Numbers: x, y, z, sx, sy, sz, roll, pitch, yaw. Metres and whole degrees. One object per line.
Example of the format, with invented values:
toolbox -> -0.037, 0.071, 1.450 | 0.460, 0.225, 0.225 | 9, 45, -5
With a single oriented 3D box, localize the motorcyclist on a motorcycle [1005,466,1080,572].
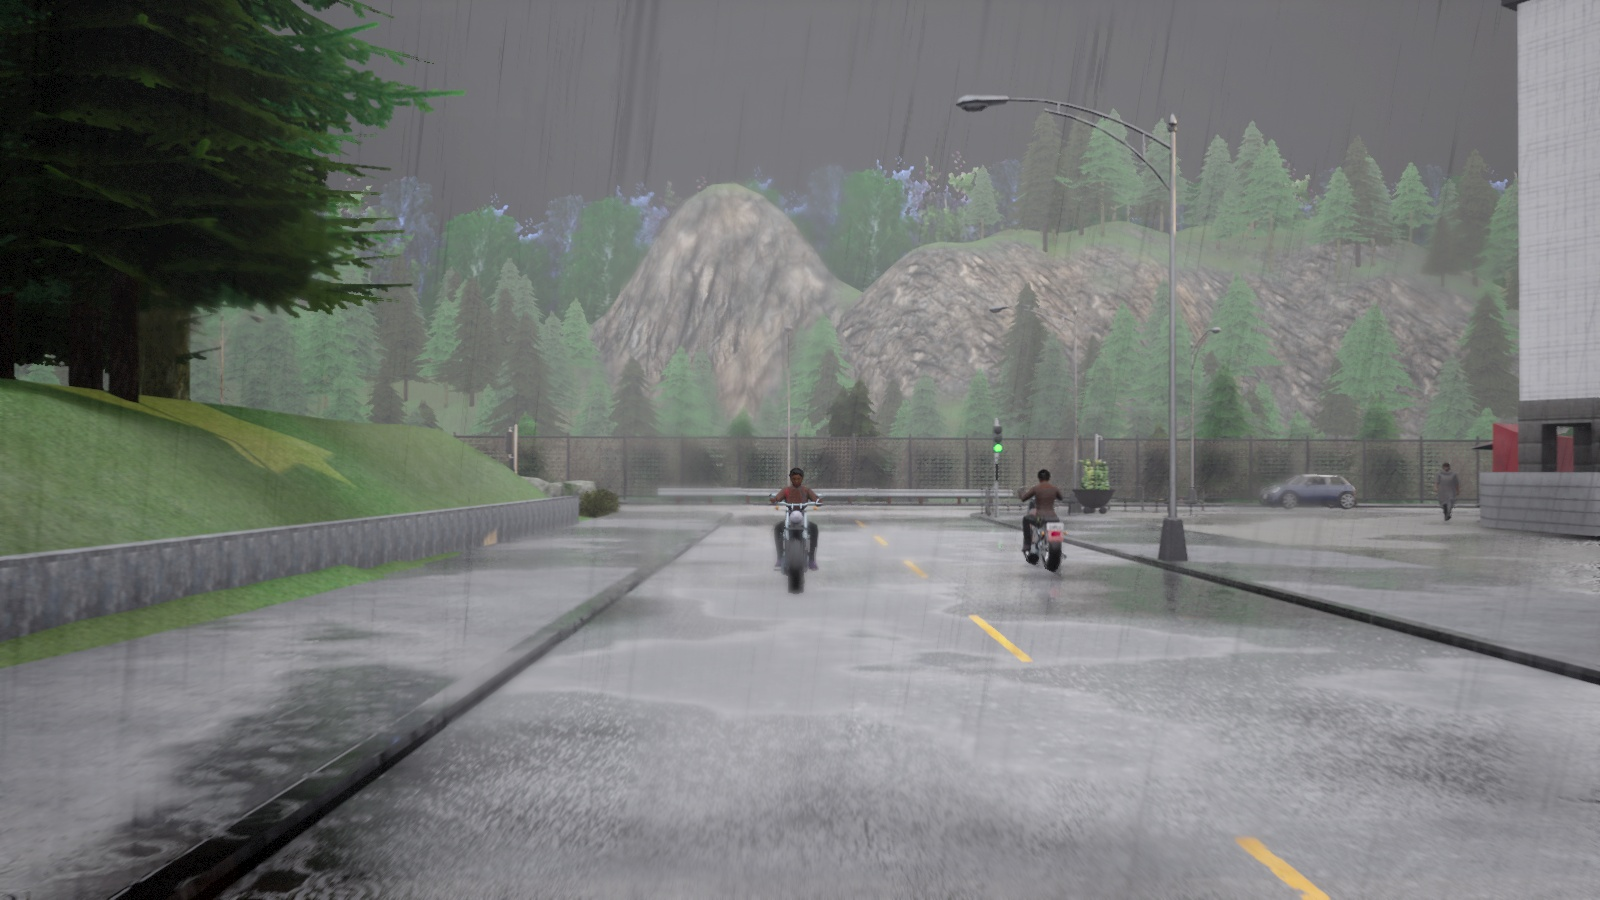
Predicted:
motorcyclist on a motorcycle -> 3.953, 1.095, 20.678 | 0.766, 1.649, 2.350 | 0, -1, 0

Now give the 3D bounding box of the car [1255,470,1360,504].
car -> 22.244, 1.613, 55.104 | 3.806, 1.475, 1.970 | 0, -1, 0

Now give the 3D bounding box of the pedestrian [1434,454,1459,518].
pedestrian -> 19.950, 1.094, 38.765 | 0.659, 1.952, 0.873 | -1, -1, 27

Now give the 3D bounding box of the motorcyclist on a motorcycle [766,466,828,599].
motorcyclist on a motorcycle -> -0.039, 1.046, 16.795 | 0.766, 1.649, 2.350 | 0, -1, 0
